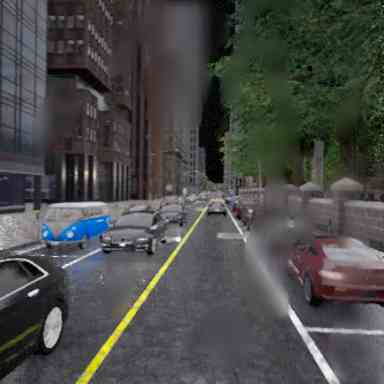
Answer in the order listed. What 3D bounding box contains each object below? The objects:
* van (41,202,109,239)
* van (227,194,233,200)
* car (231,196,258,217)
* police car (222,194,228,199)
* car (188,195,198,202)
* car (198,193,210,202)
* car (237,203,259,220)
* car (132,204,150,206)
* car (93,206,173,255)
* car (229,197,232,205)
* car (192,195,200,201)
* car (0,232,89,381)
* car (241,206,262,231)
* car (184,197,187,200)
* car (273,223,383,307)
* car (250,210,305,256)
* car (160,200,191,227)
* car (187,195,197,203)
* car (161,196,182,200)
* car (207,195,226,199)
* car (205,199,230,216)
[{"bbox_3d":[-4.793,1.334,14.118,1.690,1.788,3.998,1,0,4],"label":"van"},{"bbox_3d":[6.216,1.543,46.539,1.690,1.788,3.998,1,0,4],"label":"van"},{"bbox_3d":[4.962,1.500,30.013,2.192,1.841,5.009,1,0,4],"label":"car"},{"bbox_3d":[6.758,1.616,58.965,1.930,1.638,5.238,1,0,4],"label":"police car"},{"bbox_3d":[0.220,1.484,80.225,1.967,1.590,4.097,1,0,4],"label":"car"},{"bbox_3d":[2.586,1.448,74.894,1.882,1.535,5.008,1,0,4],"label":"car"},{"bbox_3d":[4.540,1.751,24.503,1.802,1.307,4.206,1,0,4],"label":"car"},{"bbox_3d":[-3.960,1.583,25.138,1.887,1.381,4.507,1,0,4],"label":"car"},{"bbox_3d":[-2.158,1.538,13.627,1.837,1.490,4.892,1,0,4],"label":"car"},{"bbox_3d":[5.795,1.746,41.032,1.887,1.381,4.507,1,0,4],"label":"car"},{"bbox_3d":[1.053,1.589,91.241,1.947,1.339,4.313,1,0,4],"label":"car"},{"bbox_3d":[-2.939,1.478,3.359,1.837,1.490,4.892,1,0,5],"label":"car"},{"bbox_3d":[4.121,1.715,18.993,1.947,1.339,4.313,1,0,4],"label":"car"},{"bbox_3d":[-2.286,1.511,47.173,1.967,1.590,4.097,1,0,4],"label":"car"},{"bbox_3d":[3.287,1.677,7.974,1.802,1.307,4.206,1,0,4],"label":"car"},{"bbox_3d":[3.706,1.675,13.483,2.008,1.369,4.403,1,0,4],"label":"car"},{"bbox_3d":[-1.365,1.581,23.956,1.837,1.490,4.892,1,0,5],"label":"car"},{"bbox_3d":[-0.618,1.610,69.208,2.008,1.369,4.403,1,0,4],"label":"car"},{"bbox_3d":[-2.703,1.385,41.666,2.192,1.841,5.009,1,0,4],"label":"car"},{"bbox_3d":[3.590,1.637,47.808,1.882,1.535,5.008,1,0,5],"label":"car"},{"bbox_3d":[2.595,1.716,34.434,1.994,1.385,4.181,1,0,4],"label":"car"}]
